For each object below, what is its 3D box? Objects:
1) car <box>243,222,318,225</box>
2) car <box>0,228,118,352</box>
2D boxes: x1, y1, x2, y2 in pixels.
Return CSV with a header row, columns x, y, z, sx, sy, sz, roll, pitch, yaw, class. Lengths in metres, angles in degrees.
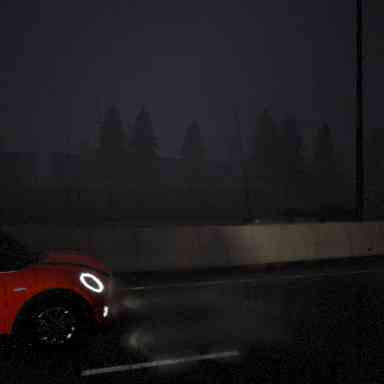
x,y,z,sx,sy,sz,roll,pitch,yaw,class
4.981,1.564,18.806,4.181,1.385,1.994,0,0,-18,car
-3.507,1.351,5.260,4.553,1.767,2.097,0,0,-15,car
